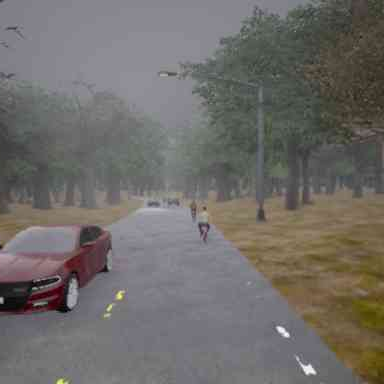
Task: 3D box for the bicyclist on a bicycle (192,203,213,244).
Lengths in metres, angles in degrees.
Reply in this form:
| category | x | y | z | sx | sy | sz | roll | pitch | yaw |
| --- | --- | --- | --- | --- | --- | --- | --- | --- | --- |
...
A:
| category | x | y | z | sx | sy | sz | roll | pitch | yaw |
| --- | --- | --- | --- | --- | --- | --- | --- | --- | --- |
| bicyclist on a bicycle | 0.548 | 1.437 | 14.737 | 0.866 | 1.612 | 1.509 | 0 | 0 | -2 |

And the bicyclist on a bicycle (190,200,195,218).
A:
| category | x | y | z | sx | sy | sz | roll | pitch | yaw |
| --- | --- | --- | --- | --- | --- | --- | --- | --- | --- |
| bicyclist on a bicycle | 0.128 | 1.456 | 24.898 | 0.582 | 1.620 | 1.656 | 0 | 0 | -3 |

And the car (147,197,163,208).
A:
| category | x | y | z | sx | sy | sz | roll | pitch | yaw |
| --- | --- | --- | --- | --- | --- | --- | --- | --- | --- |
| car | -5.619 | 1.616 | 48.967 | 1.895 | 1.301 | 4.718 | 0 | 0 | -5 |

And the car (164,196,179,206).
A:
| category | x | y | z | sx | sy | sz | roll | pitch | yaw |
| --- | --- | --- | --- | --- | --- | --- | --- | --- | --- |
| car | -3.199 | 1.532 | 56.007 | 1.837 | 1.490 | 4.892 | 0 | 0 | -6 |

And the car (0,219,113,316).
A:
| category | x | y | z | sx | sy | sz | roll | pitch | yaw |
| --- | --- | --- | --- | --- | --- | --- | --- | --- | --- |
| car | -3.209 | 1.479 | 7.870 | 1.882 | 1.535 | 5.008 | 0 | 0 | -1 |
